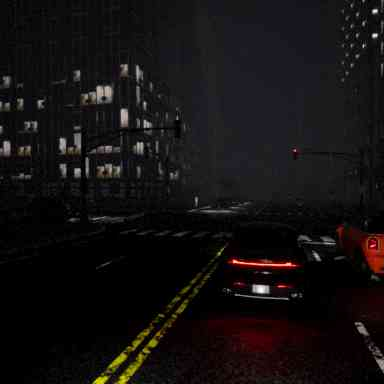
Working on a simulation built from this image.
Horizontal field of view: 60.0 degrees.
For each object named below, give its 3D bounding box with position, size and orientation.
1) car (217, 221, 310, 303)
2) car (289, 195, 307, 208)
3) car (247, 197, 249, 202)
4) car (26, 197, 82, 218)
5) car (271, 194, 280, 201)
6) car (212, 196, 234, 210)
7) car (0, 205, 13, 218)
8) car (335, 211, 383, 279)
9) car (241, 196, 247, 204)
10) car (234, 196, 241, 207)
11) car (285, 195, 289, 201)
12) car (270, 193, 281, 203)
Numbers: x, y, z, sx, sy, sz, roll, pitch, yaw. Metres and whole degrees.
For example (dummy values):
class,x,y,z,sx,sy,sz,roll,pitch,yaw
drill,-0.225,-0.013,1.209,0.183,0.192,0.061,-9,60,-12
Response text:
class,x,y,z,sx,sy,sz,roll,pitch,yaw
car,1.839,1.501,8.342,1.837,1.490,4.892,0,0,14
car,15.577,1.491,48.680,1.812,1.442,4.674,0,0,14
car,10.993,1.497,70.504,1.994,1.385,4.181,0,0,14
car,-11.808,1.216,28.622,4.553,1.767,2.097,1,1,15
car,20.215,1.236,80.349,1.882,1.535,5.008,0,0,14
car,3.843,1.501,42.864,1.812,1.442,4.674,0,0,14
car,-16.809,1.434,27.175,4.313,1.339,1.947,1,1,15
car,5.707,1.347,9.950,2.097,1.767,4.553,0,0,14
car,8.455,1.482,60.844,1.812,1.442,4.674,0,0,15
car,6.132,1.471,51.846,1.837,1.490,4.892,0,0,14
car,23.490,1.450,80.039,2.128,1.511,4.902,0,0,14
car,17.647,1.158,70.284,2.150,2.045,5.566,0,0,14
